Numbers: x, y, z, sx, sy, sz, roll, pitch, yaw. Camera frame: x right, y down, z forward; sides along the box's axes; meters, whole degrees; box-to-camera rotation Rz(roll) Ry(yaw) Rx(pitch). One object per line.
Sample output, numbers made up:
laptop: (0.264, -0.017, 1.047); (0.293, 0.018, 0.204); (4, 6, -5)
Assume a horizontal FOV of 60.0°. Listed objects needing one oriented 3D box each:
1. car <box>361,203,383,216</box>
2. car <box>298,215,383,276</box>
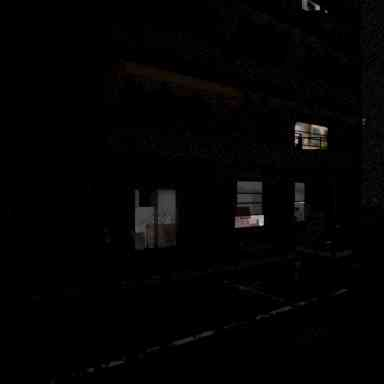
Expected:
car: (17.086, 1.772, 31.797); (2.128, 1.511, 4.902); (0, -1, -36)
car: (5.071, 1.582, 10.257); (4.206, 1.307, 1.802); (0, 0, -36)
